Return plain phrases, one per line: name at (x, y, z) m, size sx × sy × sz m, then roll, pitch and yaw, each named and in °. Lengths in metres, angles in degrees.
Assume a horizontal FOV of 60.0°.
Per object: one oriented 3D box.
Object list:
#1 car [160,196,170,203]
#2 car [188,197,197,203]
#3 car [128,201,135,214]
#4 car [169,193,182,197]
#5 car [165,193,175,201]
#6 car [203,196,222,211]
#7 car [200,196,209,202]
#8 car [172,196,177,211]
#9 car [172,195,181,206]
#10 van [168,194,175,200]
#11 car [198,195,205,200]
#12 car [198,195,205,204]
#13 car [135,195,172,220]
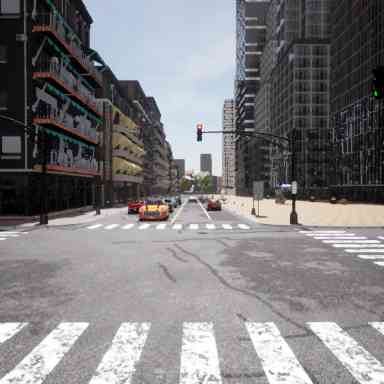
car at (-5.654, 1.584, 69.301) m, size 1.802 × 1.307 × 4.206 m, roll -1°, pitch 0°, yaw 0°
car at (0.154, 1.602, 69.740) m, size 1.895 × 1.301 × 4.718 m, roll 0°, pitch 0°, yaw 0°
car at (-5.677, 1.540, 35.407) m, size 1.887 × 1.381 × 4.507 m, roll -1°, pitch 0°, yaw 0°
car at (-3.011, 1.221, 58.305) m, size 2.150 × 2.045 × 5.566 m, roll 0°, pitch 0°, yaw 1°
car at (-5.647, 1.322, 86.248) m, size 2.192 × 1.841 × 5.009 m, roll -1°, pitch 0°, yaw 0°
car at (2.674, 1.540, 41.108) m, size 1.887 × 1.381 × 4.507 m, roll -1°, pitch 0°, yaw 0°
car at (2.697, 1.548, 75.002) m, size 1.887 × 1.381 × 4.507 m, roll -1°, pitch 0°, yaw 0°
car at (-3.071, 1.501, 37.659) m, size 1.837 × 1.490 × 4.892 m, roll 0°, pitch 0°, yaw 0°
car at (-3.060, 1.544, 47.987) m, size 2.033 × 1.411 × 5.357 m, roll 0°, pitch 0°, yaw 0°
van at (-5.642, 1.350, 91.896) m, size 1.690 × 1.788 × 3.998 m, roll -1°, pitch 0°, yaw 0°
car at (2.707, 1.535, 92.119) m, size 1.752 × 1.417 × 4.829 m, roll -1°, pitch 0°, yaw 0°
car at (2.689, 1.551, 63.704) m, size 2.008 × 1.369 × 4.403 m, roll -1°, pitch 0°, yaw 0°
car at (-3.080, 1.348, 27.662) m, size 2.097 × 1.767 × 4.553 m, roll 0°, pitch 0°, yaw 0°
